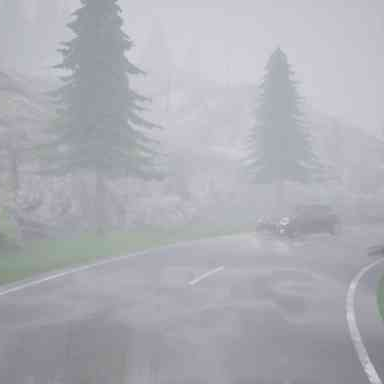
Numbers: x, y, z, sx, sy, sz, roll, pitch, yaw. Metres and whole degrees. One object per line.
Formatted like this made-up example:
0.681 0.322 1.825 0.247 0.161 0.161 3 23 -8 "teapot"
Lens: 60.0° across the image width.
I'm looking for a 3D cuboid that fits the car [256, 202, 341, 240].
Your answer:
5.424 1.336 16.884 4.553 1.767 2.097 0 0 -32 "car"
